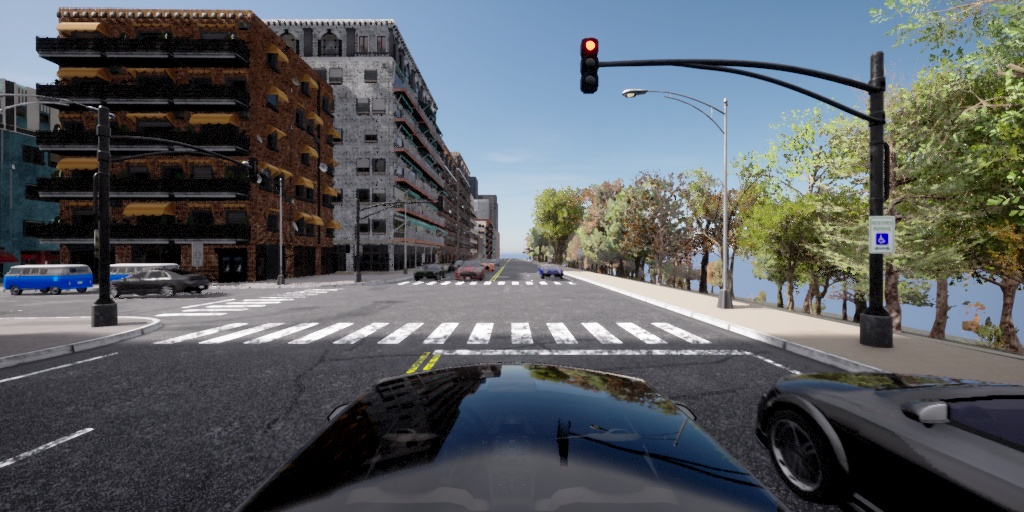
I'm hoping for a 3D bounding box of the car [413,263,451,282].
[{"bbox_3d":[-6.575,1.353,29.252,1.895,1.301,4.718,0,0,0],"label":"car"}]

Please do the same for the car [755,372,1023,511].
[{"bbox_3d":[3.349,1.313,1.753,1.994,1.385,4.181,0,0,0],"label":"car"}]

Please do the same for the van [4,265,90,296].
[{"bbox_3d":[-28.302,1.424,21.953,3.998,1.789,1.690,0,0,-1],"label":"van"}]

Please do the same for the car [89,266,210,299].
[{"bbox_3d":[-19.309,1.480,19.484,4.892,1.490,1.837,-1,0,-1],"label":"car"}]

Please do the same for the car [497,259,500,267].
[{"bbox_3d":[-3.223,1.263,65.171,2.128,1.511,4.902,0,0,1],"label":"car"}]

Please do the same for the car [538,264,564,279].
[{"bbox_3d":[3.379,1.353,31.985,1.895,1.301,4.718,0,0,0],"label":"car"}]

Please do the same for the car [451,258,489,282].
[{"bbox_3d":[-3.324,1.105,29.245,2.097,1.767,4.553,0,0,0],"label":"car"}]

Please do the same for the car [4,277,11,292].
[{"bbox_3d":[-22.622,1.624,13.677,4.207,1.307,1.802,0,0,-1],"label":"car"}]

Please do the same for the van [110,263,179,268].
[{"bbox_3d":[-22.701,1.351,22.024,3.998,1.789,1.690,0,0,-1],"label":"van"}]

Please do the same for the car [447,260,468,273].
[{"bbox_3d":[-6.559,1.262,43.594,1.837,1.490,4.892,0,0,0],"label":"car"}]

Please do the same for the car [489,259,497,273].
[{"bbox_3d":[-3.307,1.109,44.616,2.097,1.767,4.553,0,0,0],"label":"car"}]
